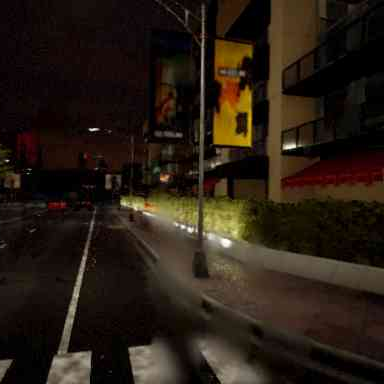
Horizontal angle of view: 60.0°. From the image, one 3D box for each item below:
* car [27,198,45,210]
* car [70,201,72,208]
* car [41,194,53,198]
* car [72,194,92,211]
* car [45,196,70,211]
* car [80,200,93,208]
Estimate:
[{"bbox_3d":[-24.331,2.081,52.057,1.895,1.301,4.718,1,-1,-15],"label":"car"},{"bbox_3d":[-23.129,2.214,61.308,2.033,1.411,5.357,1,-1,-16],"label":"car"},{"bbox_3d":[-28.772,1.906,68.096,2.150,2.045,5.566,1,-1,-16],"label":"car"},{"bbox_3d":[-16.505,1.817,50.734,2.150,2.045,5.566,1,-2,-16],"label":"car"},{"bbox_3d":[-19.456,1.856,48.288,2.097,1.767,4.553,1,-1,-16],"label":"car"},{"bbox_3d":[-20.235,2.314,63.941,2.033,1.411,5.357,1,-1,-16],"label":"car"}]
